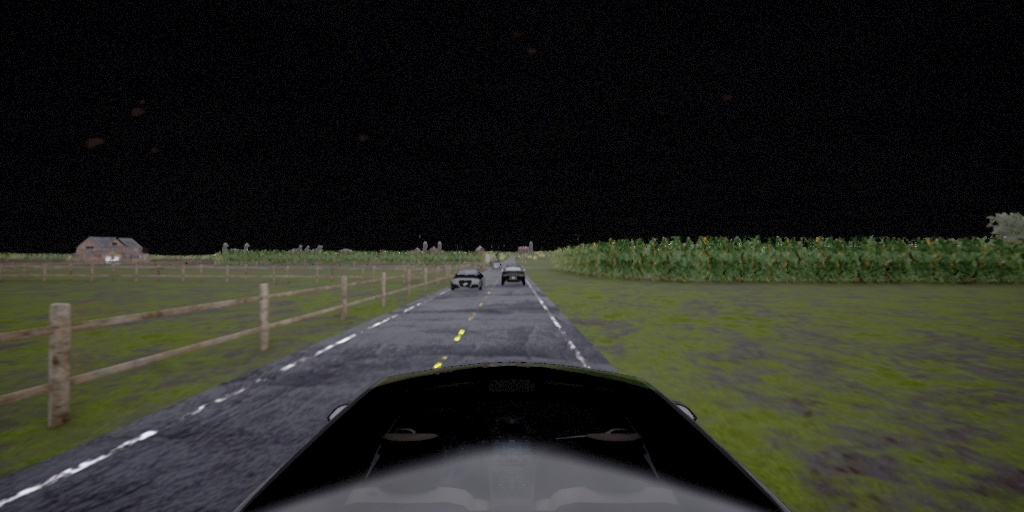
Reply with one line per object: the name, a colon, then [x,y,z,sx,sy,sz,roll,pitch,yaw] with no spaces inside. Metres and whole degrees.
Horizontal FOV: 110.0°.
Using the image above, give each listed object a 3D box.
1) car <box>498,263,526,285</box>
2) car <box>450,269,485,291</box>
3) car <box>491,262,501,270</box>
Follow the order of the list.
car: [0.104,1.502,29.451,1.882,1.535,5.008,0,0,0]
car: [-2.843,1.535,23.810,1.994,1.385,4.181,0,-1,0]
car: [-2.765,1.821,64.931,2.128,1.511,4.902,0,0,1]
